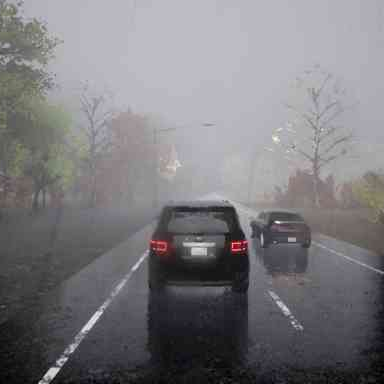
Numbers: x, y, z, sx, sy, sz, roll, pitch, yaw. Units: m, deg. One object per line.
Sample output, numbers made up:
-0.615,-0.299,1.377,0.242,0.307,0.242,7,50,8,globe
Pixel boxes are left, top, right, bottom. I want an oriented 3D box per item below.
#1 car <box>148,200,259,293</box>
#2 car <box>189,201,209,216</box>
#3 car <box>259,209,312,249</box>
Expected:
0.160,1.223,8.991,2.150,2.045,5.566,0,0,1,car
0.724,1.606,33.065,1.895,1.301,4.718,0,0,2,car
3.738,1.507,14.657,1.837,1.490,4.892,0,0,1,car
